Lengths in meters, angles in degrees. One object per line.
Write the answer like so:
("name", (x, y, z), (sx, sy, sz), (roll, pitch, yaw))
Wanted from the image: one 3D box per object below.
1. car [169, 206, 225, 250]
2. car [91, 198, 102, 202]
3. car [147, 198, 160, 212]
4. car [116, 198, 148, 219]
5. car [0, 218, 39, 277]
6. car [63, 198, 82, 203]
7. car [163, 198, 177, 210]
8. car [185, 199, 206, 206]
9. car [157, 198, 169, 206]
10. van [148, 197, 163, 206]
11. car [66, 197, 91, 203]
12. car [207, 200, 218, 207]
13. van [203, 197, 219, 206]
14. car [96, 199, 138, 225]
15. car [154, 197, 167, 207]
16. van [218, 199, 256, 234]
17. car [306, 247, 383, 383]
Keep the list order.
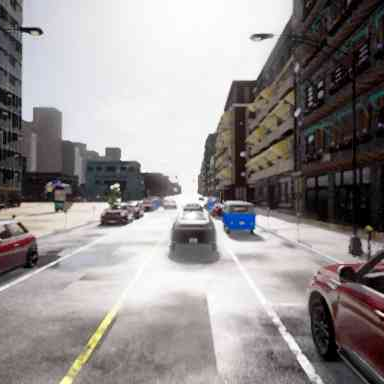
("car", (0.073, 1.581, 14.673), (2.128, 1.511, 4.902), (0, 0, 0))
("car", (-25.188, 2.175, 85.408), (4.313, 1.339, 1.947), (0, -1, 1))
("car", (-5.641, 1.784, 42.434), (1.887, 1.381, 4.507), (1, 0, 0))
("car", (-5.641, 1.621, 31.144), (1.967, 1.590, 4.097), (1, 0, 0))
("car", (-5.681, 1.493, 8.560), (1.967, 1.590, 4.097), (1, 0, 0))
("car", (-30.667, 2.217, 85.483), (4.206, 1.307, 1.802), (0, -1, 1))
("car", (-3.086, 1.816, 48.399), (2.033, 1.411, 5.357), (0, 0, 0))
("car", (0.075, 1.681, 29.819), (1.837, 1.490, 4.892), (0, 0, 0))
("car", (-5.638, 1.892, 65.017), (1.887, 1.381, 4.507), (1, 0, 0))
("van", (-5.638, 1.608, 48.081), (1.690, 1.788, 3.998), (1, 0, 0))
("car", (-26.367, 1.890, 76.787), (4.097, 1.590, 1.967), (0, -1, 1))
("car", (2.705, 1.726, 31.174), (1.887, 1.381, 4.507), (1, 0, 0))
("van", (2.709, 1.581, 42.467), (1.690, 1.788, 3.998), (1, 0, 0))
("car", (-5.648, 1.590, 25.497), (1.967, 1.590, 4.097), (1, 0, 0))
("car", (-5.637, 1.761, 59.372), (1.967, 1.590, 4.097), (1, 0, 0))
("van", (2.706, 1.460, 19.882), (1.690, 1.788, 3.998), (1, 0, 0))
("car", (2.703, 1.334, 2.943), (2.192, 1.841, 5.009), (1, 0, 0))
